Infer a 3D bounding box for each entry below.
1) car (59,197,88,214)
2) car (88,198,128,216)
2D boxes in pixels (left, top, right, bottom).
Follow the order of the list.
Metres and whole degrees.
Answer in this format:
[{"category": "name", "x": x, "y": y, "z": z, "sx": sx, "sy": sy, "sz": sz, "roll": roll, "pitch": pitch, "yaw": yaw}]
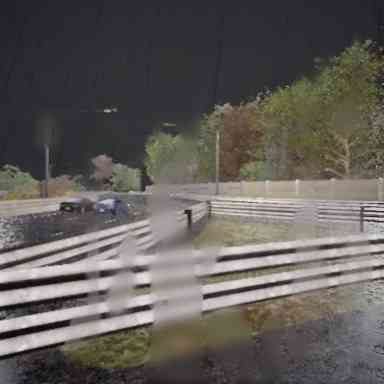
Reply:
[{"category": "car", "x": -10.327, "y": 1.183, "z": 30.554, "sx": 1.882, "sy": 1.535, "sz": 5.008, "roll": 0, "pitch": 1, "yaw": 4}, {"category": "car", "x": -6.953, "y": 1.254, "z": 28.707, "sx": 1.812, "sy": 1.442, "sz": 4.674, "roll": 0, "pitch": 1, "yaw": 5}]
